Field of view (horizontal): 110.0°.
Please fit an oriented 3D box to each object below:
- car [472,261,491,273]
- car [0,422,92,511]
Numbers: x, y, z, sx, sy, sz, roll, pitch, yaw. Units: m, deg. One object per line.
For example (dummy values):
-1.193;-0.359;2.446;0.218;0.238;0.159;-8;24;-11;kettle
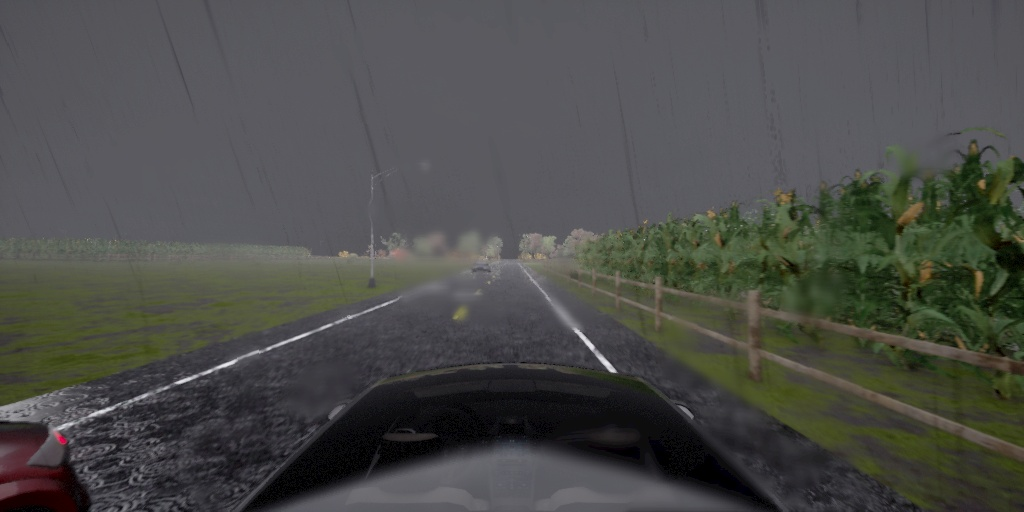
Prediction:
-3.577;1.325;43.025;1.994;1.385;4.181;0;0;0;car
-3.599;1.313;0.413;1.994;1.385;4.181;0;0;0;car
